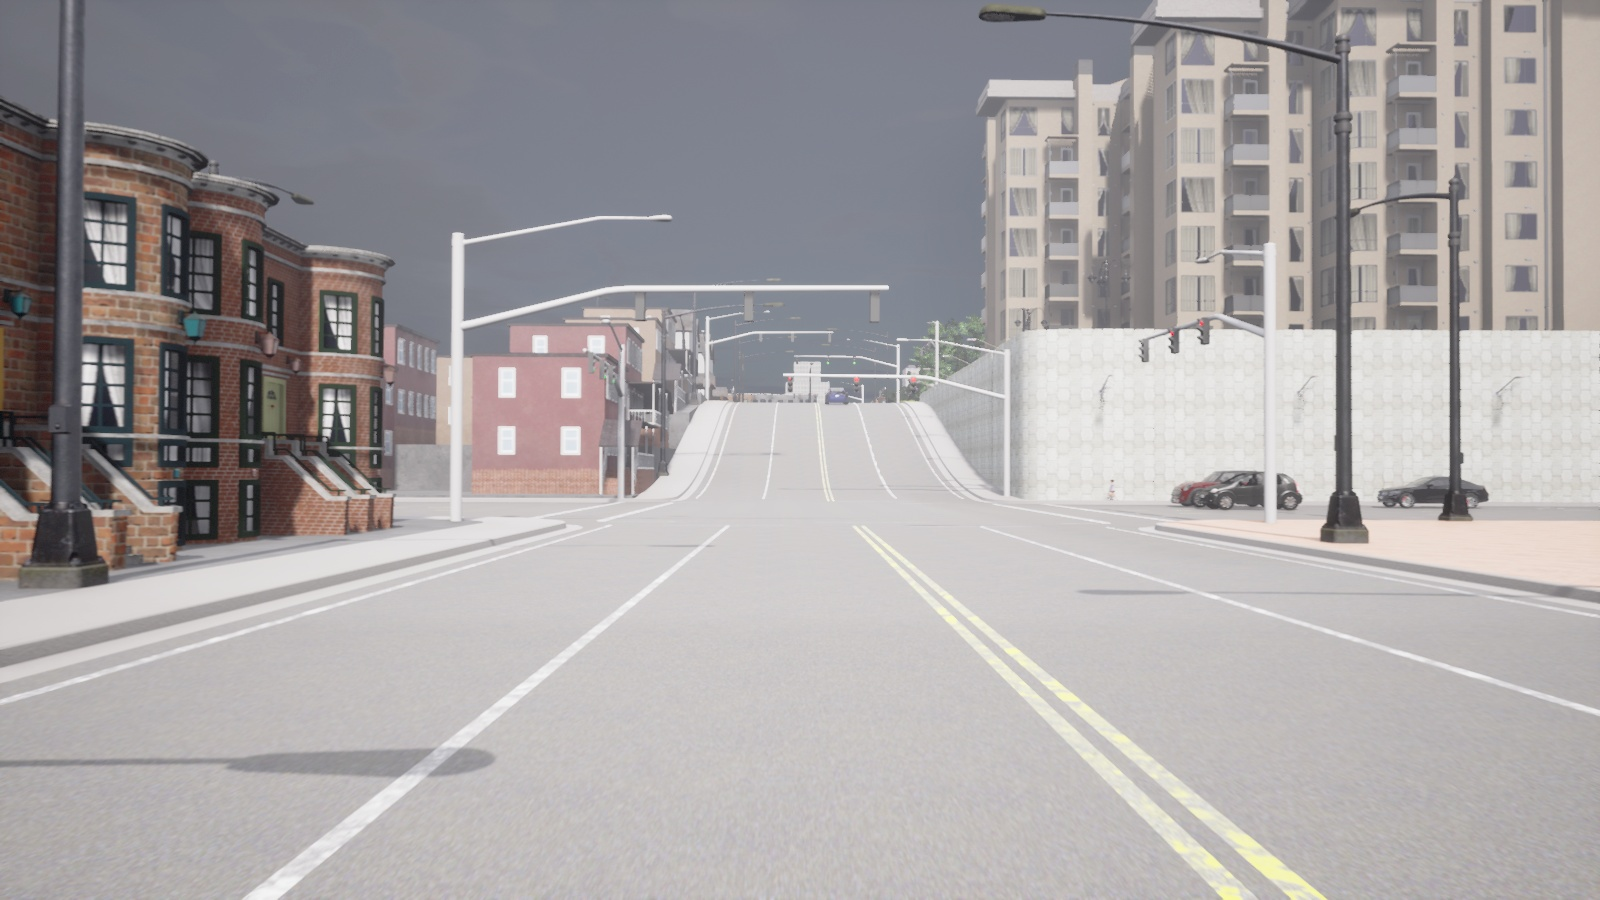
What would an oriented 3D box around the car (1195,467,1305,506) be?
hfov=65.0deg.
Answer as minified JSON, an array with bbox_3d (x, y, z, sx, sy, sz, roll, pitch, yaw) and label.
[{"bbox_3d":[19.043,1.528,53.238,3.988,1.617,1.851,0,-1,0],"label":"car"}]

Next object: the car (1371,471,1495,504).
[{"bbox_3d":[28.541,1.676,56.727,4.674,1.442,1.812,0,-1,0],"label":"car"}]

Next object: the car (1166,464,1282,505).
[{"bbox_3d":[19.109,1.546,56.738,4.553,1.767,2.097,0,-1,0],"label":"car"}]
